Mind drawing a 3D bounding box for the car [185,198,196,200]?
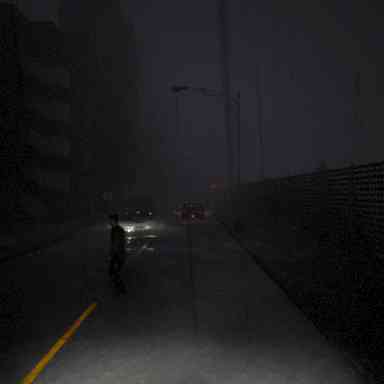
[{"bbox_3d":[-0.212,1.491,43.268,2.128,1.511,4.902,0,0,-3],"label":"car"}]

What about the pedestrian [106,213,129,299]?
[{"bbox_3d":[-1.577,1.294,6.985,0.375,1.860,0.375,0,0,0],"label":"pedestrian"}]

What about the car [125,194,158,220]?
[{"bbox_3d":[-4.115,1.221,28.125,2.150,2.045,5.566,0,0,0],"label":"car"}]

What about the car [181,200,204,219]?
[{"bbox_3d":[0.064,1.601,28.417,1.895,1.301,4.718,0,0,0],"label":"car"}]
